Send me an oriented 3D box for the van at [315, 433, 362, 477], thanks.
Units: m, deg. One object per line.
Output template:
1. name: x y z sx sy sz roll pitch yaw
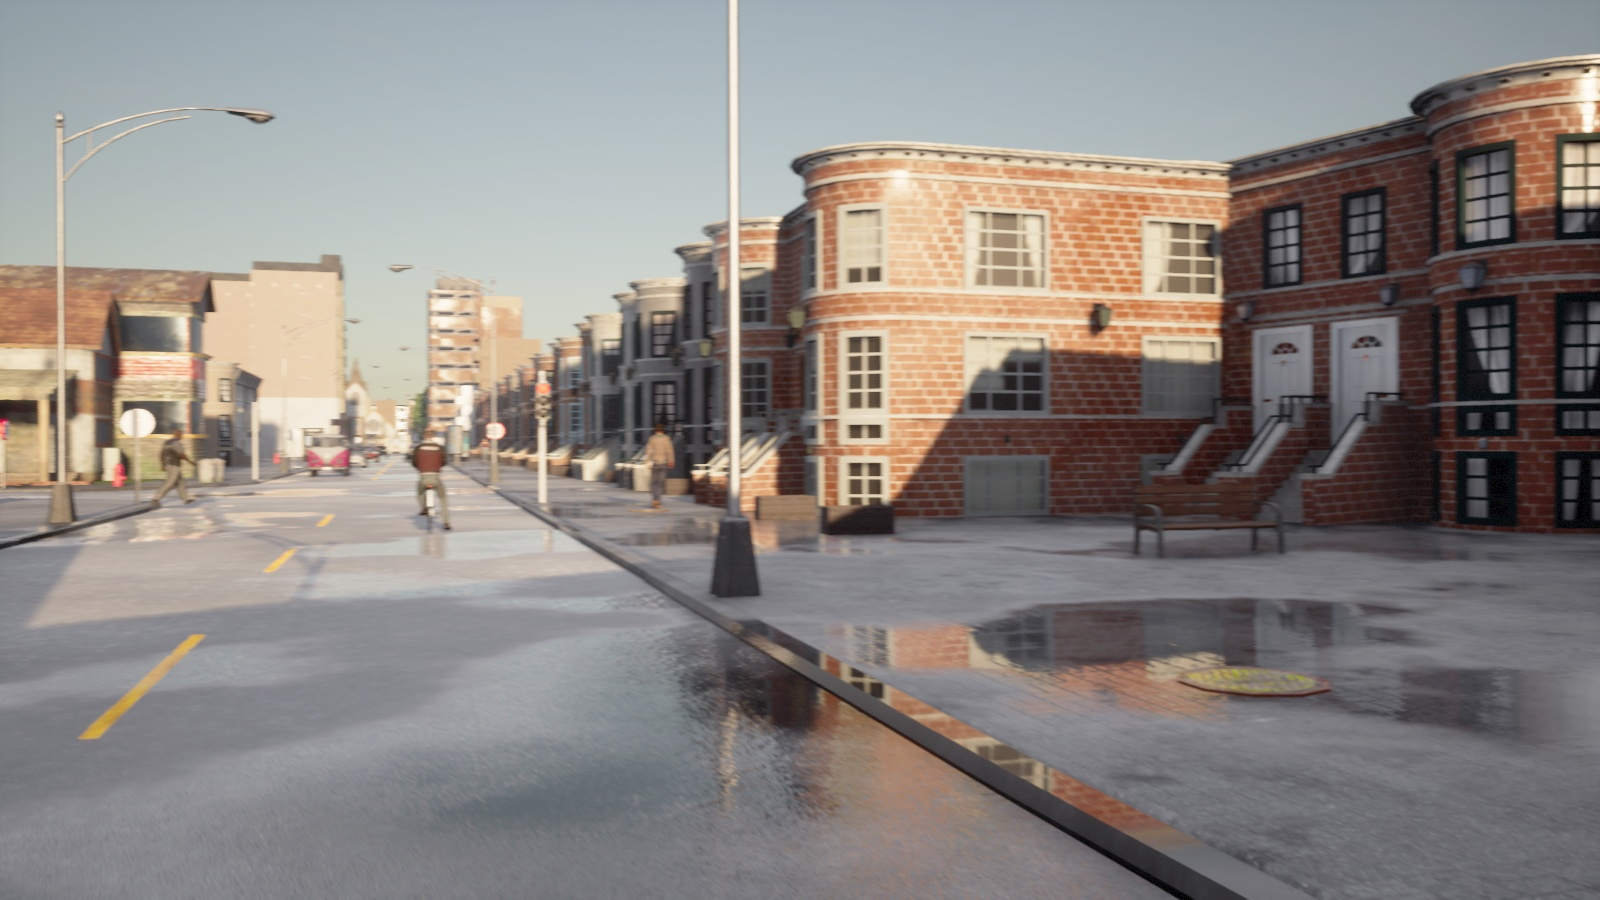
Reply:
1. van: -21.789 0.208 59.395 1.775 1.987 4.442 0 0 -17

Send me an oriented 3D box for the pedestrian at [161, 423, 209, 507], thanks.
1. pedestrian: -14.061 0.327 28.723 0.563 1.883 0.849 0 0 44

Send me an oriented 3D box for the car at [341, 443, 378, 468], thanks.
1. car: -27.883 0.301 79.653 2.007 1.525 4.514 0 0 -17

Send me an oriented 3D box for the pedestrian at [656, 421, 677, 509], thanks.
1. pedestrian: -2.827 0.308 26.498 0.328 1.805 0.869 0 0 -13

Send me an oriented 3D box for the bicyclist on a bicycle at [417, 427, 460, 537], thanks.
1. bicyclist on a bicycle: -6.121 0.509 21.232 0.659 1.776 1.843 0 1 -17
